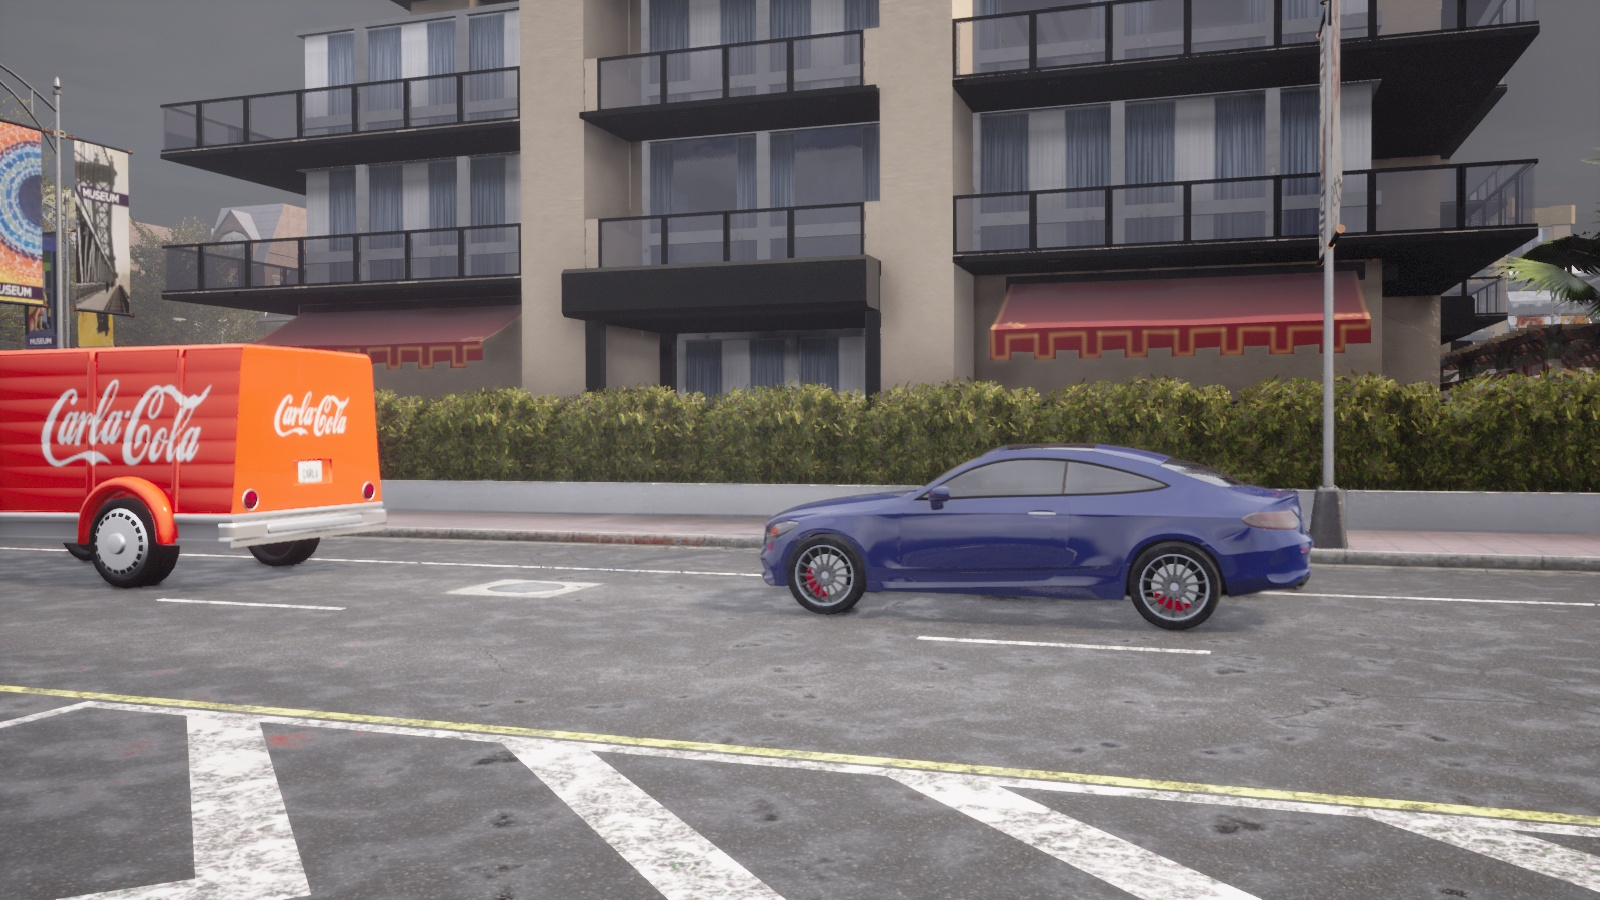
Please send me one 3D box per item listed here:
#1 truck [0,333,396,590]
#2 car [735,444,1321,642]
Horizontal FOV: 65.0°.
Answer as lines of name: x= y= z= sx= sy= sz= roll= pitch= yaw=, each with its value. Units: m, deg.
truck: x=-7.579 y=0.081 z=14.149 sx=5.204 sy=2.467 sz=2.627 roll=0 pitch=1 yaw=19
car: x=1.946 y=0.685 z=10.949 sx=4.674 sy=1.442 sz=1.812 roll=0 pitch=1 yaw=18
